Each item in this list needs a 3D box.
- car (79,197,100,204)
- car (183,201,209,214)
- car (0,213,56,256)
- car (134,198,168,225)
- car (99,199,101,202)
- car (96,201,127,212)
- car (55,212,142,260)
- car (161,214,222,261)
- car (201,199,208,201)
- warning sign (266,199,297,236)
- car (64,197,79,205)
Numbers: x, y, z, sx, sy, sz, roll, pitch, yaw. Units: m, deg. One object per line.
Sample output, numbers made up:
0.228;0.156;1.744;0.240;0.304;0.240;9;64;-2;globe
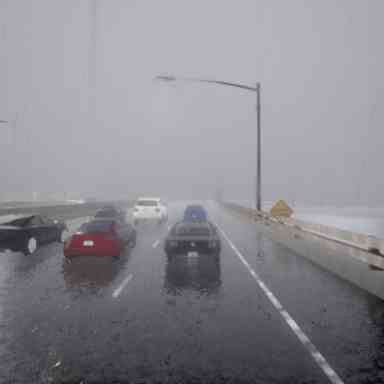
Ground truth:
-19.755;1.993;65.833;2.150;2.045;5.566;0;-1;2;car
0.268;1.794;28.773;1.882;1.535;5.008;0;0;1;car
-6.918;1.629;13.928;1.882;1.535;5.008;0;0;1;car
-3.278;1.524;27.164;2.150;2.045;5.566;0;0;1;car
-16.256;2.363;65.782;1.895;1.301;4.718;0;-1;2;car
-6.751;1.819;28.132;1.837;1.490;4.892;0;0;1;car
-3.433;1.707;13.149;1.994;1.385;4.181;0;-1;1;car
0.063;1.740;12.889;1.895;1.301;4.718;0;-1;1;car
2.940;2.372;76.756;1.882;1.535;5.008;0;-1;3;car
4.619;1.302;17.231;1.300;1.860;1.060;-1;-2;1;warning sign
-23.251;1.998;65.979;2.150;2.045;5.566;0;-1;2;car
